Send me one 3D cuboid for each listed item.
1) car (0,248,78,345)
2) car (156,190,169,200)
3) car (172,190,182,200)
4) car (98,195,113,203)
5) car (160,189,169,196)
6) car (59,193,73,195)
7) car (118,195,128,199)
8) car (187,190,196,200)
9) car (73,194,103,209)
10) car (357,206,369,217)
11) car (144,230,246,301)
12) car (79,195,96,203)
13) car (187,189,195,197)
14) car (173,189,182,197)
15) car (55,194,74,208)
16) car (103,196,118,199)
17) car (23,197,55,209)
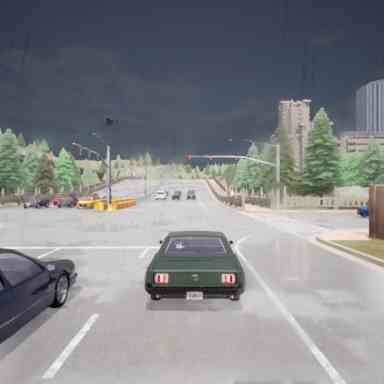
[{"bbox_3d":[-3.435,1.547,4.866,2.033,1.411,5.357,0,0,0],"label":"car"},{"bbox_3d":[-7.160,0.719,77.202,2.150,2.045,5.566,0,4,0],"label":"car"},{"bbox_3d":[-3.660,1.008,77.107,1.837,1.490,4.892,0,4,0],"label":"car"},{"bbox_3d":[-17.604,1.442,68.124,1.994,1.385,4.181,0,1,0],"label":"car"},{"bbox_3d":[-7.226,0.218,87.837,1.895,1.301,4.718,0,7,0],"label":"car"},{"bbox_3d":[-21.124,1.214,55.249,2.150,2.045,5.566,0,0,0],"label":"car"},{"bbox_3d":[-14.103,1.427,67.871,1.812,1.442,4.674,0,1,0],"label":"car"},{"bbox_3d":[-0.161,0.845,77.361,2.097,1.767,4.553,0,4,0],"label":"car"},{"bbox_3d":[-14.103,1.472,45.320,1.882,1.535,5.008,0,0,-1],"label":"car"},{"bbox_3d":[16.978,1.474,28.829,5.008,1.535,1.882,0,0,0],"label":"car"},{"bbox_3d":[0.102,1.600,8.279,1.895,1.301,4.718,0,0,1],"label":"car"},{"bbox_3d":[-21.101,1.383,67.587,1.882,1.535,5.008,0,1,0],"label":"car"},{"bbox_3d":[-0.224,0.210,87.430,2.033,1.411,5.357,0,7,0],"label":"car"},{"bbox_3d":[-3.724,0.196,87.407,2.128,1.511,4.902,0,7,0],"label":"car"},{"bbox_3d":[-17.631,1.498,47.782,1.837,1.490,4.892,0,0,0],"label":"car"},{"bbox_3d":[-14.132,1.483,54.565,2.128,1.511,4.902,0,0,0],"label":"car"},{"bbox_3d":[-21.130,1.485,45.331,2.128,1.511,4.902,0,0,0],"label":"car"}]
